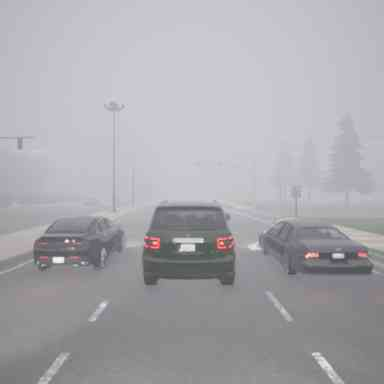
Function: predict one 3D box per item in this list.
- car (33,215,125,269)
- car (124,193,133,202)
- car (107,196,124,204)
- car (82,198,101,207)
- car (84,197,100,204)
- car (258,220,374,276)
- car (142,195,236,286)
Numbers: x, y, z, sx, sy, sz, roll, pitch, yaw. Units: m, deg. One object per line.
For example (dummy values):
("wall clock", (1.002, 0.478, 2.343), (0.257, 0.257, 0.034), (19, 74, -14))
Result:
("car", (-3.540, 1.534, 11.208), (1.837, 1.490, 4.892), (0, 0, 0))
("car", (-16.667, 1.733, 85.818), (1.812, 1.442, 4.674), (0, 0, 0))
("car", (-16.600, 1.698, 70.603), (2.128, 1.511, 4.902), (0, 0, 0))
("car", (-16.598, 1.684, 55.423), (2.033, 1.411, 5.357), (0, 0, 0))
("car", (-20.083, 1.760, 66.930), (1.895, 1.301, 4.718), (0, 0, 0))
("car", (3.462, 1.573, 10.426), (2.033, 1.411, 5.357), (0, 0, 0))
("car", (-0.042, 1.247, 9.612), (2.150, 2.045, 5.566), (0, 0, 1))
